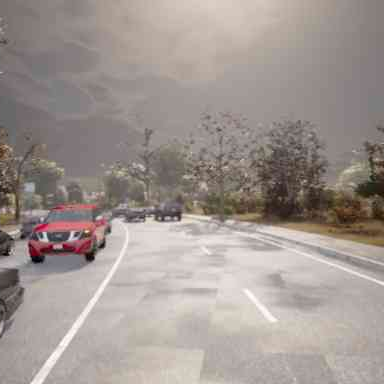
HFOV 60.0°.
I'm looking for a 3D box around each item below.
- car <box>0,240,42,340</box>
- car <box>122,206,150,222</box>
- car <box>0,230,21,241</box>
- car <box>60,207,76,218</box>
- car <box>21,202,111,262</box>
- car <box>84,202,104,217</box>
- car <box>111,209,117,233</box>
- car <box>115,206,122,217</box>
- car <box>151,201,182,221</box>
[{"bbox_3d":[-3.826,1.676,3.808,2.033,1.411,5.357,-1,-1,-4],"label":"car"},{"bbox_3d":[-6.306,2.453,36.817,1.837,1.490,4.892,-1,-1,-17],"label":"car"},{"bbox_3d":[-8.224,1.941,12.266,1.994,1.385,4.181,-1,-1,-8],"label":"car"},{"bbox_3d":[-17.607,2.887,47.142,1.895,1.301,4.718,-1,-1,-24],"label":"car"},{"bbox_3d":[-4.909,1.570,13.945,2.150,2.045,5.566,-1,-1,-8],"label":"car"},{"bbox_3d":[-14.411,2.466,48.554,2.150,2.045,5.566,-1,-1,-24],"label":"car"},{"bbox_3d":[-6.774,2.198,24.438,2.033,1.411,5.357,-1,-1,-12],"label":"car"},{"bbox_3d":[-10.257,2.813,47.653,1.837,1.490,4.892,-1,-1,-22],"label":"car"},{"bbox_3d":[-2.700,2.088,37.078,2.150,2.045,5.566,-1,-1,-17],"label":"car"}]
